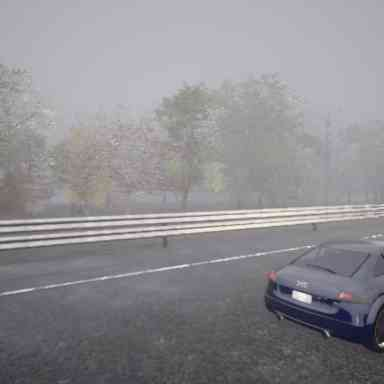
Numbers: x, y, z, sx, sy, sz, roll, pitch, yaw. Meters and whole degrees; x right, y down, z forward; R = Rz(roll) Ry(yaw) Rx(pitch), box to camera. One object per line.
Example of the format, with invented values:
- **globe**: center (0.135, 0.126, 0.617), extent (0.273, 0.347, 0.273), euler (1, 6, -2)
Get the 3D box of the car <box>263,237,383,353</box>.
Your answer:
- **car**: center (3.305, 1.571, 6.229), extent (4.181, 1.385, 1.994), euler (0, 0, -35)
